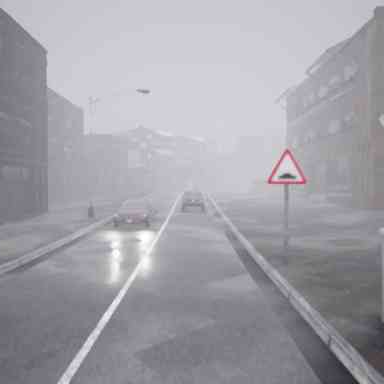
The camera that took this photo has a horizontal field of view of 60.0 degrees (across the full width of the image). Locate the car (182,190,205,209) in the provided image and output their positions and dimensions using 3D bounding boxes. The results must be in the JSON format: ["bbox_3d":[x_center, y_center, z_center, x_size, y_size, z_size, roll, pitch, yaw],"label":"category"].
[{"bbox_3d":[0.097,0.553,27.882,2.033,1.411,5.357,0,3,0],"label":"car"}]

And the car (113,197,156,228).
[{"bbox_3d":[-3.092,1.054,18.683,1.812,1.442,4.674,0,3,0],"label":"car"}]
